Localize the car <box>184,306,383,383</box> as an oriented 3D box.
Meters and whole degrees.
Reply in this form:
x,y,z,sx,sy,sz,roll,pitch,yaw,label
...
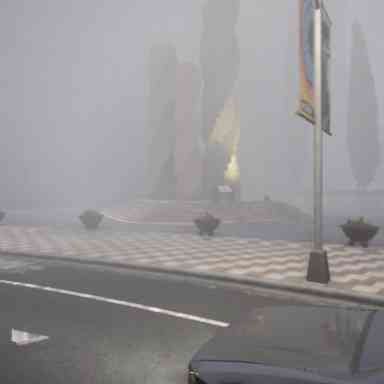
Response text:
x,y,z,sx,sy,sz,roll,pitch,yaw,label
2.513,1.526,2.214,5.357,1.411,2.033,0,0,34,car
